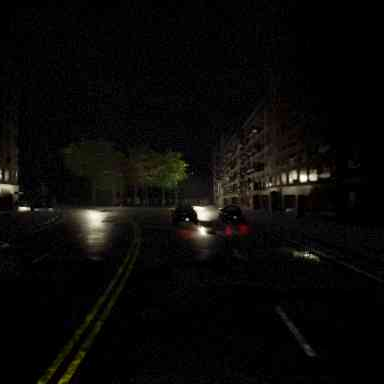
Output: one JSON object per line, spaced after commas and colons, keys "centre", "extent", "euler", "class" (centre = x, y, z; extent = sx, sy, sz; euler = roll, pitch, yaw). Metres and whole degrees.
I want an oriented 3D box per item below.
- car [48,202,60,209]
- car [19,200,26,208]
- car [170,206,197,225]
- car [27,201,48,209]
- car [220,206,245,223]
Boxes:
{"centre": [-31.519, 3.013, 75.107], "extent": [1.812, 1.442, 4.674], "euler": [0, -1, -42], "class": "car"}
{"centre": [-44.635, 3.089, 84.615], "extent": [2.097, 1.767, 4.553], "euler": [0, -1, -42], "class": "car"}
{"centre": [-0.715, 1.912, 28.040], "extent": [1.837, 1.490, 4.892], "euler": [1, -1, -8], "class": "car"}
{"centre": [-33.916, 3.030, 72.912], "extent": [1.994, 1.385, 4.181], "euler": [0, -1, -42], "class": "car"}
{"centre": [3.552, 1.952, 29.757], "extent": [1.812, 1.442, 4.674], "euler": [0, -1, 0], "class": "car"}
